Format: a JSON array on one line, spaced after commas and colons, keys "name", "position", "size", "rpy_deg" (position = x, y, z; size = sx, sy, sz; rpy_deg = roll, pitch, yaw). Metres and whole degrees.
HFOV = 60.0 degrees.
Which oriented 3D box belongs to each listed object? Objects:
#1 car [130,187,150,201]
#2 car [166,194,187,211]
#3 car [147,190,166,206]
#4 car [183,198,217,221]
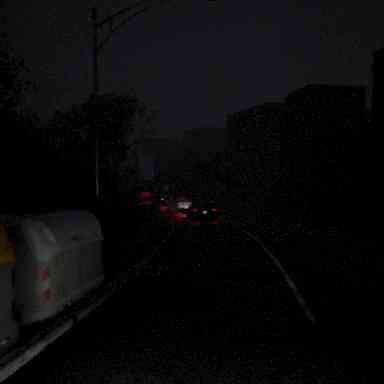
[{"name": "car", "position": [-8.267, 0.208, 53.397], "size": [2.150, 2.045, 5.566], "rpy_deg": [-2, 4, -27]}, {"name": "car", "position": [-1.222, 1.248, 35.920], "size": [1.812, 1.442, 4.674], "rpy_deg": [-1, 2, -15]}, {"name": "car", "position": [-4.104, 0.963, 44.612], "size": [1.812, 1.442, 4.674], "rpy_deg": [-2, 3, -25]}, {"name": "car", "position": [0.697, 1.430, 26.214], "size": [1.994, 1.385, 4.181], "rpy_deg": [0, 0, -7]}]
